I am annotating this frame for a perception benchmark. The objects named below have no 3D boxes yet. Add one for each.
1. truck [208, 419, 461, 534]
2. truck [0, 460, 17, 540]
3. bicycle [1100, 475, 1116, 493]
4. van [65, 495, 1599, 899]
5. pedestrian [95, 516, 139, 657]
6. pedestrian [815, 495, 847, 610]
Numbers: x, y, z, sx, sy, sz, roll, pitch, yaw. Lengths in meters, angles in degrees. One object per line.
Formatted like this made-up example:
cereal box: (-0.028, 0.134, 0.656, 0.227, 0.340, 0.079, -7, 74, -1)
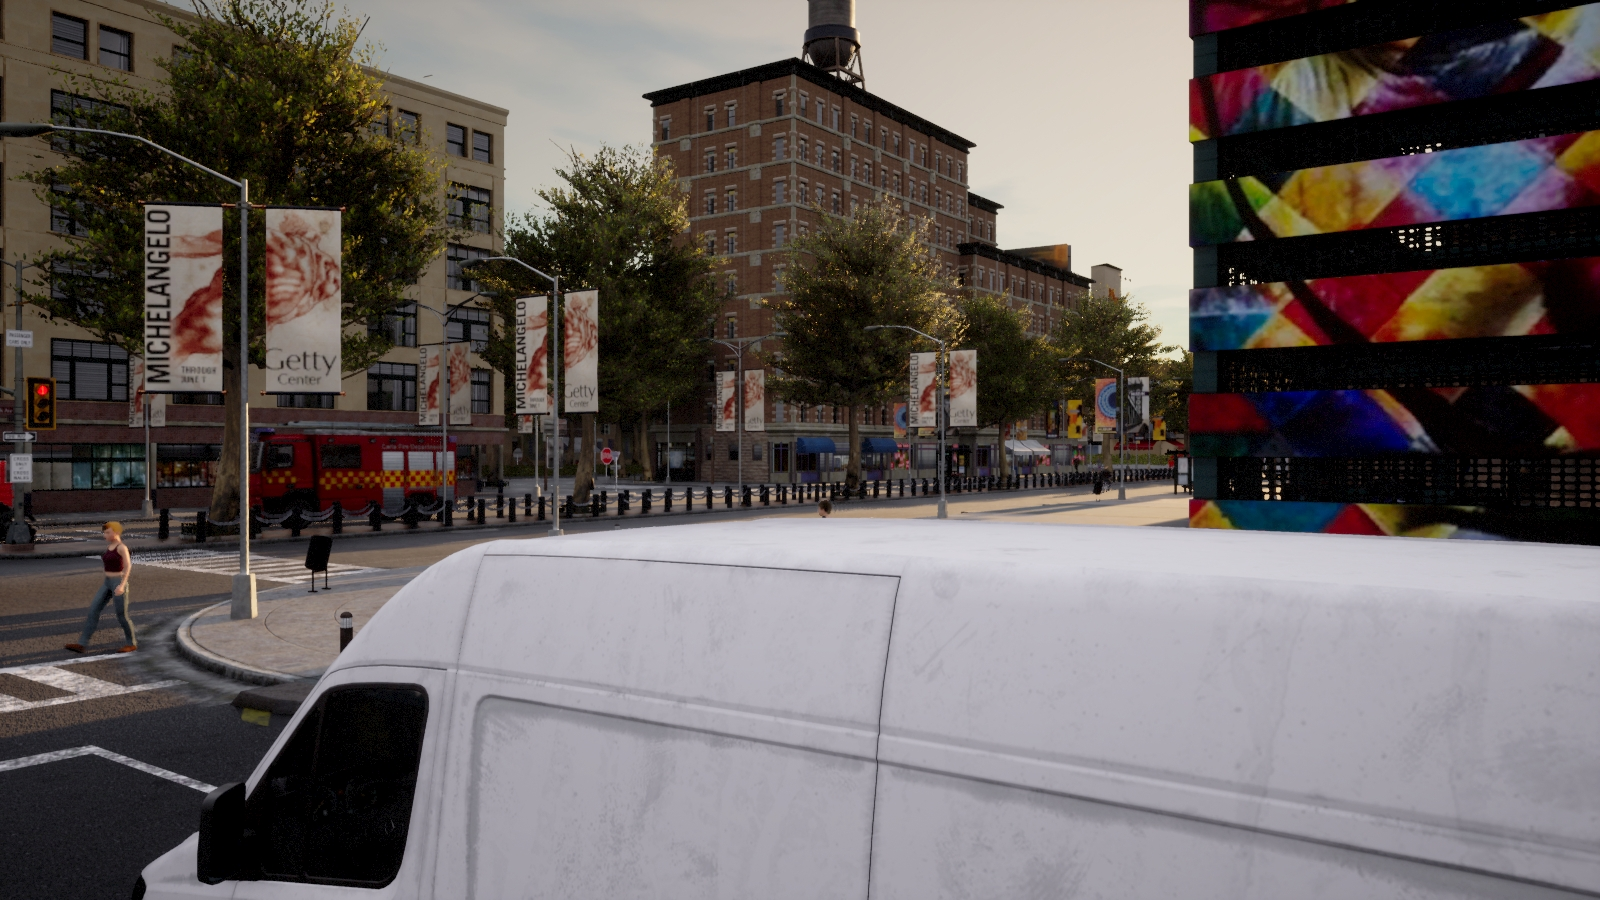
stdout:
truck: (-16.996, 0.890, 42.426, 2.891, 3.827, 8.468, 0, 0, 36)
truck: (-27.266, 1.563, 34.739, 2.627, 2.467, 5.204, 0, 0, 42)
bicycle: (20.128, 2.210, 74.653, 0.329, 1.171, 1.835, 0, 0, 36)
van: (-0.118, 1.534, 3.913, 5.915, 2.561, 1.988, 0, 0, 36)
pedestrian: (-9.294, 1.849, 15.559, 0.375, 1.860, 0.375, 0, 0, 28)
pedestrian: (0.514, 1.696, 18.976, 0.375, 1.860, 0.375, 0, 0, 39)
